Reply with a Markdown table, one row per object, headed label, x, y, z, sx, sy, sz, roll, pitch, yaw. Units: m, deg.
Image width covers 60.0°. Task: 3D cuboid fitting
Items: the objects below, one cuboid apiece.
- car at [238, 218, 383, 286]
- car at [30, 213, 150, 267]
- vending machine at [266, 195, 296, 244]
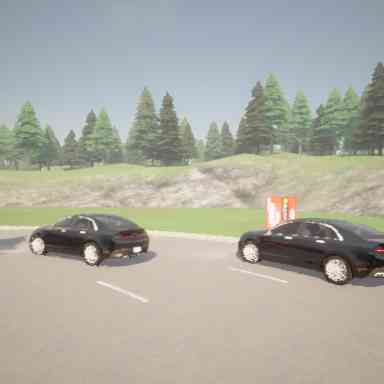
| label | x | y | z | sx | sy | sz | roll | pitch | yaw |
| --- | --- | --- | --- | --- | --- | --- | --- | --- | --- |
| car | 3.402 | 1.504 | 9.632 | 1.837 | 1.490 | 4.892 | 2 | -1 | -35 |
| car | -3.663 | 1.505 | 11.529 | 4.892 | 1.490 | 1.837 | 0 | -1 | 35 |
| vending machine | 4.051 | 1.195 | 15.098 | 0.880 | 2.100 | 1.100 | 0 | 0 | 43 |
